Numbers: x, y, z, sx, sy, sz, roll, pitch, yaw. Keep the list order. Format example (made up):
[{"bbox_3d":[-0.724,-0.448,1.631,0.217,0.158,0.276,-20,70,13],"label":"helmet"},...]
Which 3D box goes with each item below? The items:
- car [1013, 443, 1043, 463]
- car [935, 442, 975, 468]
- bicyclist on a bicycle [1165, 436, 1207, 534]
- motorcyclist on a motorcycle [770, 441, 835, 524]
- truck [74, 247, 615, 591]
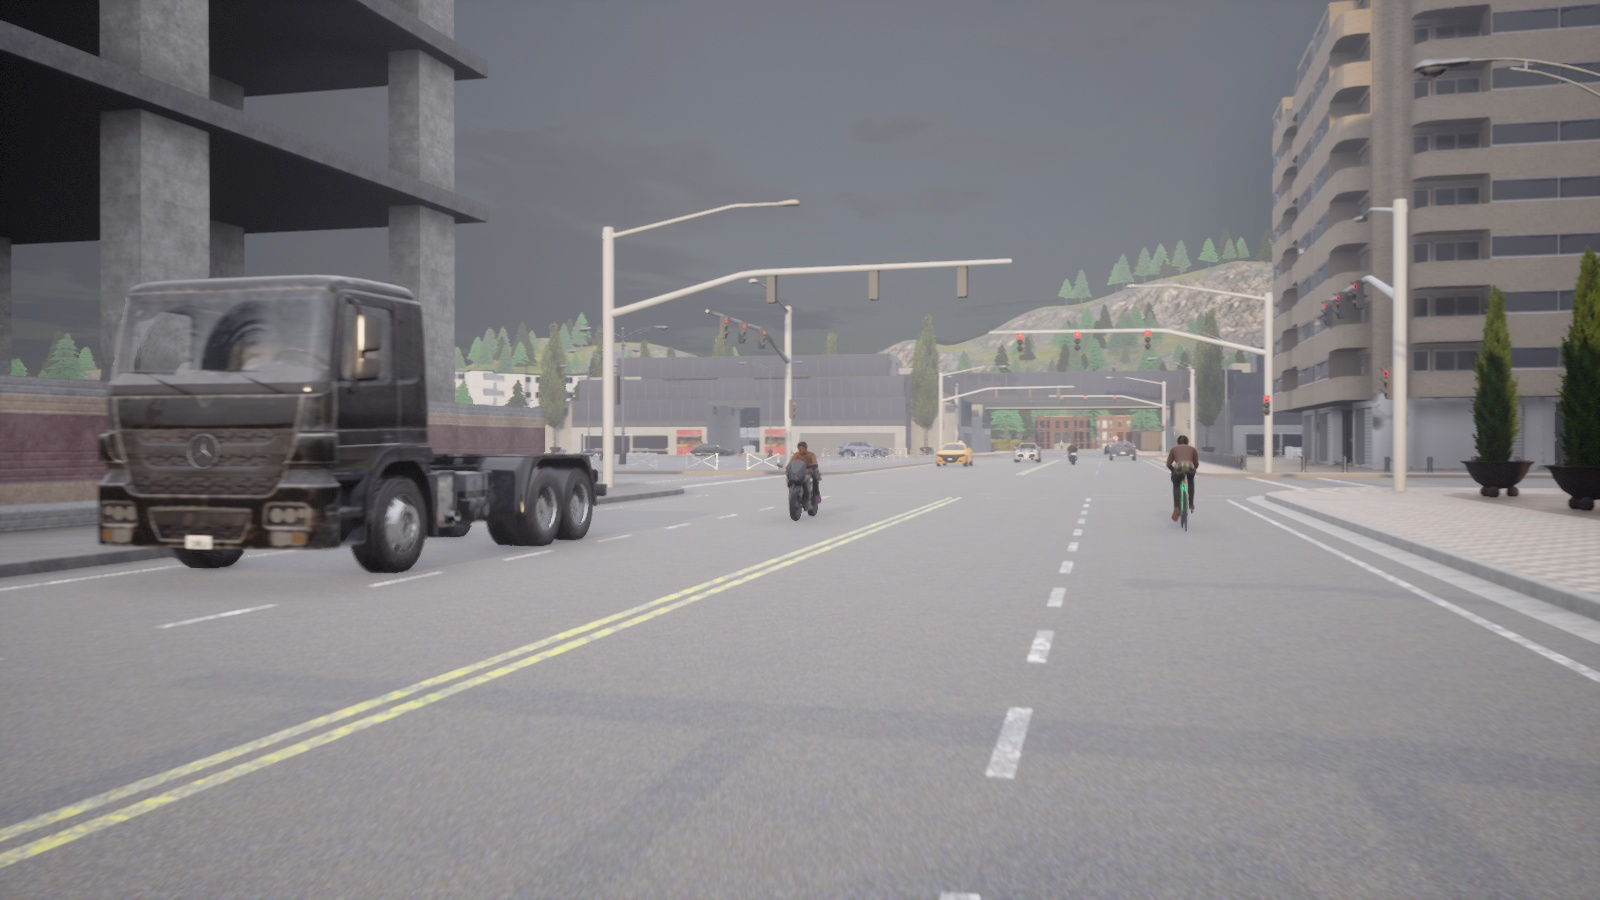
[{"bbox_3d":[17.051,0.194,93.669,1.970,1.475,3.806,0,0,14],"label":"car"},{"bbox_3d":[9.726,0.287,78.456,1.882,1.535,5.008,0,0,14],"label":"car"},{"bbox_3d":[6.622,0.582,21.585,0.582,1.620,1.656,0,0,14],"label":"bicyclist on a bicycle"},{"bbox_3d":[0.069,0.591,24.257,0.797,1.523,2.044,0,0,14],"label":"motorcyclist on a motorcycle"},{"bbox_3d":[-5.350,-0.335,16.829,2.891,3.462,7.936,0,0,14],"label":"truck"}]
